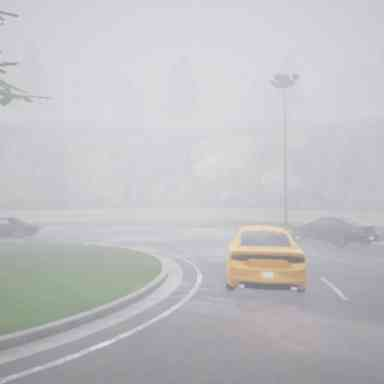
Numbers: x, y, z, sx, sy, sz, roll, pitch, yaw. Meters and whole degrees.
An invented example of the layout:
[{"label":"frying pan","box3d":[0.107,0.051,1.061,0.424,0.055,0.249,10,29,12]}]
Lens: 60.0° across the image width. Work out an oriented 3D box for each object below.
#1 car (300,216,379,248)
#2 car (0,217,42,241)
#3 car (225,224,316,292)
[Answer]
[{"label":"car","box3d":[7.196,1.948,17.151,1.812,1.442,4.674,1,-2,-24]},{"label":"car","box3d":[-11.324,2.128,19.172,4.718,1.301,1.895,0,-2,-17]},{"label":"car","box3d":[2.001,1.726,9.723,1.882,1.535,5.008,1,-1,8]}]
